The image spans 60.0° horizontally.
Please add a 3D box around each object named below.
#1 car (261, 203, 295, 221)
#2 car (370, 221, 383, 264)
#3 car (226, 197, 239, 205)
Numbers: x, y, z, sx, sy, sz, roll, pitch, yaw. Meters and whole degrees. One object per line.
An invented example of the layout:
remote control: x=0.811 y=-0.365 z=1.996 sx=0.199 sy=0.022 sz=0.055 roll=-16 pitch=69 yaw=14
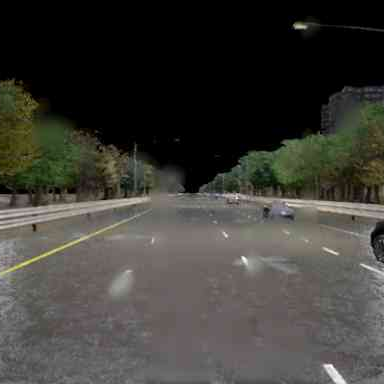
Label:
car: x=7.009 y=1.573 z=27.417 sx=1.994 sy=1.385 sz=4.181 roll=0 pitch=0 yaw=0
car: x=7.001 y=1.223 z=8.690 sx=2.150 sy=2.045 sz=5.566 roll=0 pitch=0 yaw=0
car: x=7.077 y=1.590 z=58.883 sx=2.033 sy=1.411 sz=5.357 roll=0 pitch=0 yaw=0
